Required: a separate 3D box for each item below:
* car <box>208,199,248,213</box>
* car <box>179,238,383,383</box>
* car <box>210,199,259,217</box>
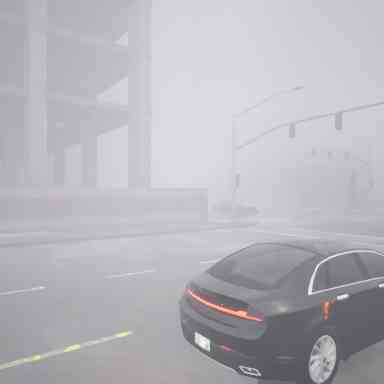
[{"bbox_3d":[3.991,1.526,37.850,1.812,1.442,4.674,0,0,-36],"label":"car"},{"bbox_3d":[2.106,1.505,5.292,4.892,1.490,1.837,0,0,-35],"label":"car"},{"bbox_3d":[4.128,1.601,31.696,1.895,1.301,4.718,0,0,-36],"label":"car"}]
